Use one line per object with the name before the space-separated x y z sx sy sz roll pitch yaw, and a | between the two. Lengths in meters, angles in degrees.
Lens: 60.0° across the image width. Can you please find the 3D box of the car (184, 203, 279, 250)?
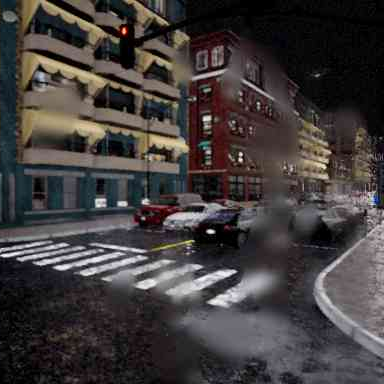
car | 1.803 1.387 13.783 1.994 1.385 4.181 0 1 34

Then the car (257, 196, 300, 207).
car | 6.350 1.117 25.940 2.128 1.511 4.902 0 1 35

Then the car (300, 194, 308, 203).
car | 14.858 0.913 42.545 1.947 1.339 4.313 1 2 35

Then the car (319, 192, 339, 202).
car | 21.261 0.753 51.662 1.947 1.339 4.313 1 2 35

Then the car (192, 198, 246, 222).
car | 2.050 1.212 24.312 1.887 1.381 4.507 1 2 35

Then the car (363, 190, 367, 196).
car | 37.272 0.371 74.453 1.802 1.307 4.206 1 2 35

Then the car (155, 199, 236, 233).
car | 0.419 1.300 17.505 1.812 1.442 4.674 0 1 35

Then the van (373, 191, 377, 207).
van | 21.694 0.733 37.692 1.690 1.788 3.998 1 2 35

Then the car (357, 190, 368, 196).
car | 40.474 0.291 79.012 1.802 1.307 4.206 1 2 35

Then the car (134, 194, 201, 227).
car | -1.150 1.063 19.748 2.192 1.841 5.009 1 2 35

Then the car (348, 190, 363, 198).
car | 34.070 0.413 69.895 1.887 1.381 4.507 1 2 35

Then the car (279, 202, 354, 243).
car | 5.682 1.359 14.905 1.947 1.339 4.313 1 2 35

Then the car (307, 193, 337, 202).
car | 15.334 1.003 38.687 1.895 1.301 4.718 0 1 35

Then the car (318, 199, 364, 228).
car | 8.884 1.294 19.463 1.802 1.307 4.206 1 2 35
